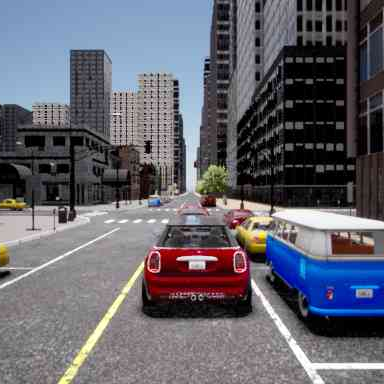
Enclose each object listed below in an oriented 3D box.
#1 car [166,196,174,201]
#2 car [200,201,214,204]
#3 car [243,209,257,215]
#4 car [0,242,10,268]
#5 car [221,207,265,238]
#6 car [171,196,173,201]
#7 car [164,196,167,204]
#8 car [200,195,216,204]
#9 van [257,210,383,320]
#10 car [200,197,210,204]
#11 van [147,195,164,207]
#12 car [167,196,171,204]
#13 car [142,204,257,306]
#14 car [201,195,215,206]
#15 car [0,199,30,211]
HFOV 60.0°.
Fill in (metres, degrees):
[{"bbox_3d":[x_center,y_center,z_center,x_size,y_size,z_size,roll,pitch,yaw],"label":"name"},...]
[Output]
[{"bbox_3d":[-5.811,1.673,89.227,1.752,1.417,4.829,0,0,0],"label":"car"},{"bbox_3d":[0.077,1.482,17.374,1.882,1.535,5.008,0,0,0],"label":"car"},{"bbox_3d":[2.671,1.527,12.863,1.752,1.417,4.829,0,0,0],"label":"car"},{"bbox_3d":[-5.701,1.525,6.847,1.752,1.417,4.829,0,0,0],"label":"car"},{"bbox_3d":[2.663,1.587,18.355,1.802,1.307,4.206,0,0,0],"label":"car"},{"bbox_3d":[-5.789,1.653,72.825,2.008,1.369,4.403,0,0,0],"label":"car"},{"bbox_3d":[-5.767,1.505,56.254,1.967,1.590,4.097,0,0,0],"label":"car"},{"bbox_3d":[2.620,1.369,50.743,2.192,1.841,5.009,0,0,0],"label":"car"},{"bbox_3d":[2.678,1.341,7.028,1.690,1.788,3.998,0,0,0],"label":"van"},{"bbox_3d":[2.599,1.655,67.316,1.947,1.339,4.313,0,0,0],"label":"car"},{"bbox_3d":[-5.760,1.395,50.730,1.690,1.788,3.998,0,0,0],"label":"van"},{"bbox_3d":[-5.782,1.529,67.303,1.967,1.590,4.097,0,0,0],"label":"car"},{"bbox_3d":[0.089,1.352,8.168,2.097,1.767,4.553,0,0,0],"label":"car"},{"bbox_3d":[2.612,1.380,56.268,2.192,1.841,5.009,0,0,0],"label":"car"},{"bbox_3d":[-21.460,1.469,38.541,4.829,1.417,1.752,0,0,0],"label":"car"}]
